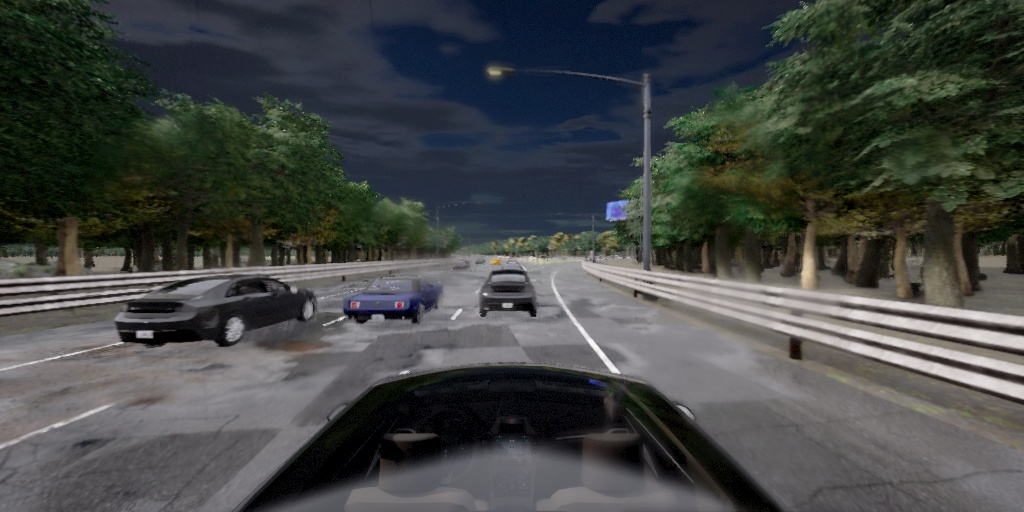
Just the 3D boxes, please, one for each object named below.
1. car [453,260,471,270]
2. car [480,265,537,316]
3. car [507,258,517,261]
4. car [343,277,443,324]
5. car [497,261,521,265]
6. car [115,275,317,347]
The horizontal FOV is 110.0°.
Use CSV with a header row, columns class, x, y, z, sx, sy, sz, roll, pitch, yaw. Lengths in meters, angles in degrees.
class,x,y,z,sx,sy,sz,roll,pitch,yaw
car,-6.759,1.193,48.385,2.033,1.411,5.357,0,0,0
car,-0.121,1.247,13.274,1.837,1.490,4.892,0,0,0
car,0.068,1.243,42.024,1.994,1.385,4.181,0,0,0
car,-3.578,1.336,11.805,1.895,1.301,4.718,0,0,0
car,-0.038,1.308,29.782,1.895,1.301,4.718,0,0,0
car,-7.026,1.236,9.271,1.837,1.490,4.892,0,0,0
